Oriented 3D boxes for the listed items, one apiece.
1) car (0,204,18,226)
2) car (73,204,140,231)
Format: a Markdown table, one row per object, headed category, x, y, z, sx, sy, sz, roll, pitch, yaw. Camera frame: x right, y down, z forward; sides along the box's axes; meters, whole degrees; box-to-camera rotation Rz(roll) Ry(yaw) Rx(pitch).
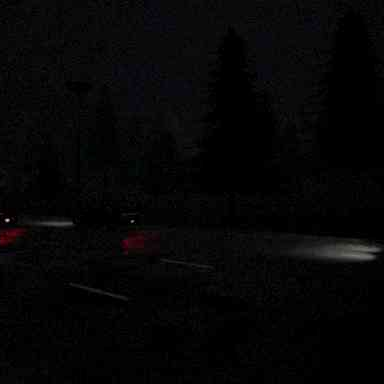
| category | x | y | z | sx | sy | sz | roll | pitch | yaw |
| --- | --- | --- | --- | --- | --- | --- | --- | --- | --- |
| car | -13.534 | 1.518 | 22.252 | 4.892 | 1.490 | 1.837 | 0 | 0 | 36 |
| car | -5.428 | 1.500 | 20.768 | 4.902 | 1.511 | 2.128 | 0 | 0 | 36 |
